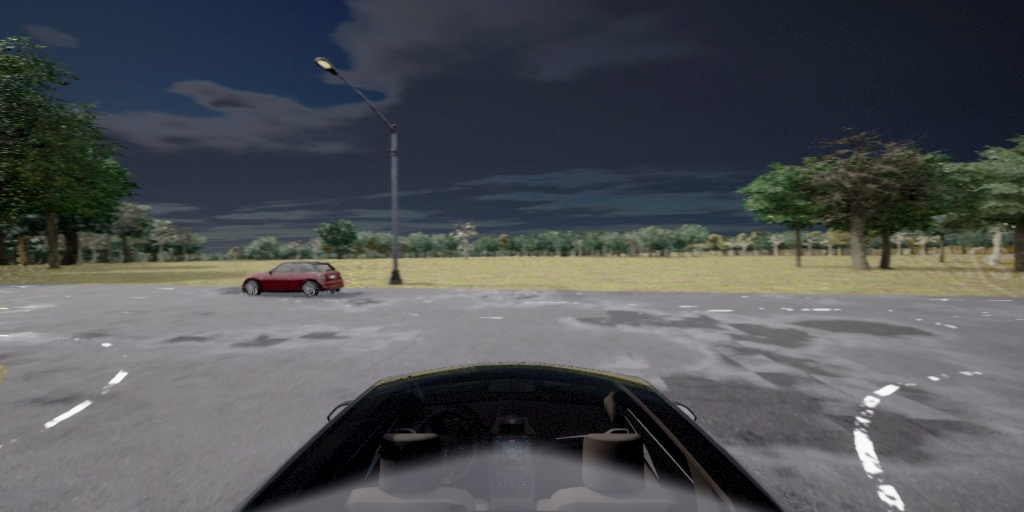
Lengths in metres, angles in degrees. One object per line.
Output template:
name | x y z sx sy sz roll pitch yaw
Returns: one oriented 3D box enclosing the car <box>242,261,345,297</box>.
car | -11.045 1.060 18.175 4.553 1.767 2.097 0 1 7
